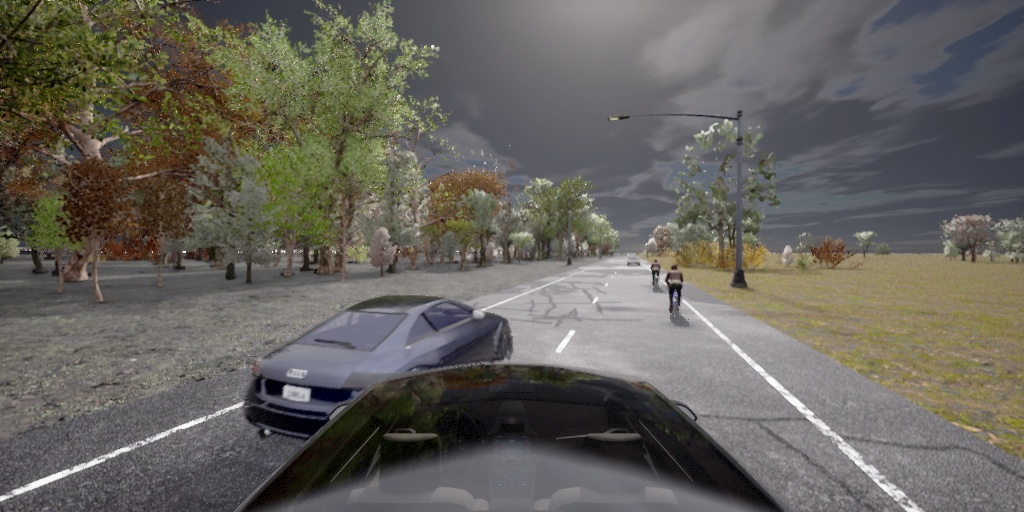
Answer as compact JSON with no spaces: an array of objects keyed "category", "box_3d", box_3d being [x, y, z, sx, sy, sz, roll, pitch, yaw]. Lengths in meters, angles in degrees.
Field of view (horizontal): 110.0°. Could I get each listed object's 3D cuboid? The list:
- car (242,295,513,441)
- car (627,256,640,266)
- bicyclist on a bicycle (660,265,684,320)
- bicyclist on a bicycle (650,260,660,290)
[{"category":"car","box_3d":[-1.440,1.278,5.351,1.994,1.385,4.181,0,1,18]},{"category":"car","box_3d":[19.038,0.808,56.194,1.895,1.301,4.718,0,1,18]},{"category":"bicyclist on a bicycle","box_3d":[5.092,1.107,11.216,0.582,1.620,1.656,0,0,18]},{"category":"bicyclist on a bicycle","box_3d":[7.899,1.022,19.711,0.582,1.620,1.656,0,0,18]}]
